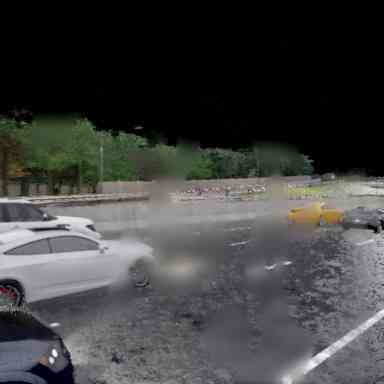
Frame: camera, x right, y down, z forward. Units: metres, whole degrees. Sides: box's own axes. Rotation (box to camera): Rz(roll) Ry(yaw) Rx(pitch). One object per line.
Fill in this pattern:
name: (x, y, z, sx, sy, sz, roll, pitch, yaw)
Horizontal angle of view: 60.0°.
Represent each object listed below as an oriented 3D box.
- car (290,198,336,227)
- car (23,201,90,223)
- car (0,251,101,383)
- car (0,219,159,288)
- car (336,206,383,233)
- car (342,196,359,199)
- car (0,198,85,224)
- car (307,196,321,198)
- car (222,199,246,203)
car: (8.604, 1.441, 22.603, 5.008, 1.535, 1.882, 0, 0, -43)
car: (-10.026, 1.438, 24.720, 4.181, 1.385, 1.994, 0, 0, -43)
car: (-3.092, 1.541, 2.426, 4.181, 1.385, 1.994, 0, 0, -43)
car: (-2.894, 1.488, 7.227, 4.674, 1.442, 1.812, 0, 0, -43)
car: (10.558, 1.546, 19.643, 4.181, 1.385, 1.994, 0, 0, -43)
car: (29.470, 1.319, 61.389, 4.718, 1.301, 1.895, 0, 1, -43)
car: (-5.480, 1.164, 9.602, 5.566, 2.045, 2.150, 0, 0, -43)
car: (18.617, 1.325, 51.275, 4.674, 1.442, 1.812, 0, 1, -43)
car: (4.873, 1.455, 38.499, 4.181, 1.385, 1.994, 0, 0, -43)
